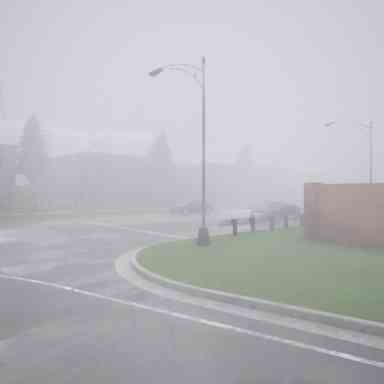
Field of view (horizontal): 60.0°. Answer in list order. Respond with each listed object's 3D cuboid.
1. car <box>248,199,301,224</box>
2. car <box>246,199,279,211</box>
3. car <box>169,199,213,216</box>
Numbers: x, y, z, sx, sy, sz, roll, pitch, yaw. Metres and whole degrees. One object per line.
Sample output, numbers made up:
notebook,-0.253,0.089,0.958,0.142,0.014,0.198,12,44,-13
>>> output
car,6.324,1.491,24.860,4.902,1.511,2.128,0,0,-42
car,8.839,1.564,41.394,4.181,1.385,1.994,0,0,-42
car,-0.054,1.478,33.258,5.008,1.535,1.882,0,0,-42
